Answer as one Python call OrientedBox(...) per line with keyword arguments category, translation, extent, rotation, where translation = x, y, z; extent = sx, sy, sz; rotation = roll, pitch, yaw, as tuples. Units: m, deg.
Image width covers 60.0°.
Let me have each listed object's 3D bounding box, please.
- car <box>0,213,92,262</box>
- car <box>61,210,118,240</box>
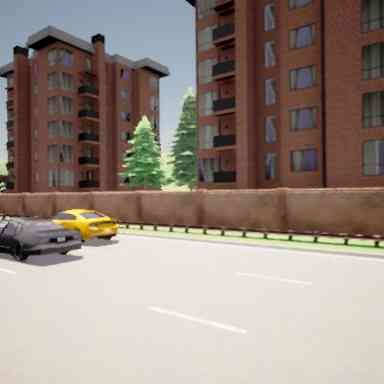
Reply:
OrientedBox(category="car", translation=(-6.495, 1.692, 12.806), extent=(5.357, 1.411, 2.033), rotation=(-1, 0, 36))
OrientedBox(category="car", translation=(-5.871, 1.642, 16.679), extent=(5.008, 1.535, 1.882), rotation=(0, 0, 36))
